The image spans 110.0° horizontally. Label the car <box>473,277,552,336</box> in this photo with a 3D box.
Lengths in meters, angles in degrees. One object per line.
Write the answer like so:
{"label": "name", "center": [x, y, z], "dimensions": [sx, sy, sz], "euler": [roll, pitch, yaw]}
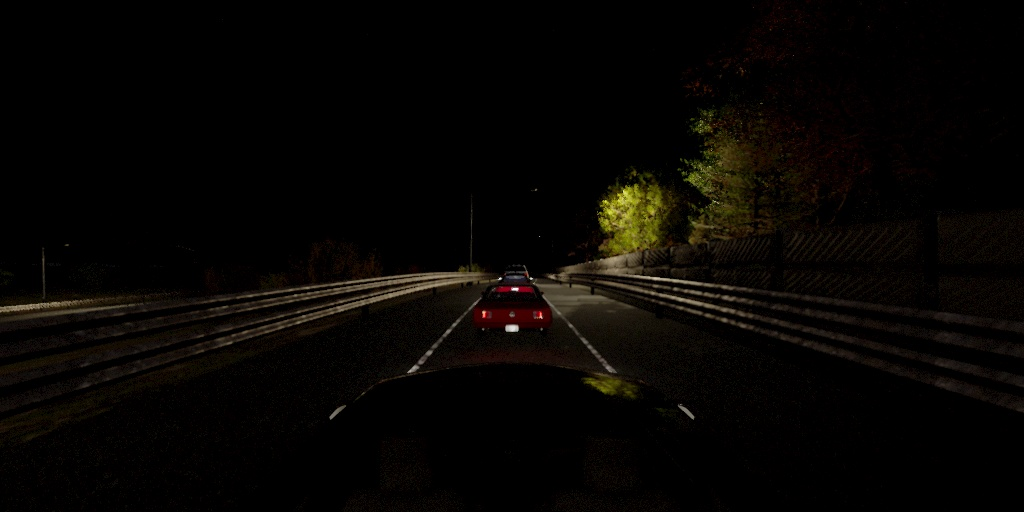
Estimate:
{"label": "car", "center": [0.013, 1.443, 10.600], "dimensions": [1.895, 1.301, 4.718], "euler": [0, -1, 0]}

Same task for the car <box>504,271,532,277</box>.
{"label": "car", "center": [0.187, 1.638, 19.419], "dimensions": [1.994, 1.385, 4.181], "euler": [0, -2, 1]}

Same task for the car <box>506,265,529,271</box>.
{"label": "car", "center": [0.448, 1.912, 32.921], "dimensions": [2.150, 2.045, 5.566], "euler": [0, -3, 2]}

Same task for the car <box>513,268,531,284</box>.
{"label": "car", "center": [1.433, 2.733, 48.985], "dimensions": [2.150, 2.045, 5.566], "euler": [0, -3, 5]}
